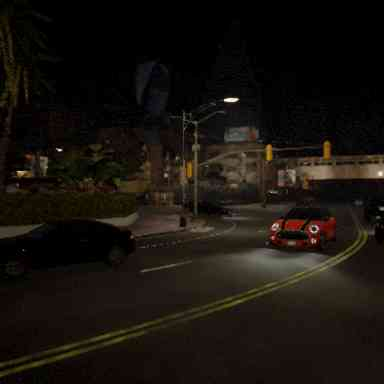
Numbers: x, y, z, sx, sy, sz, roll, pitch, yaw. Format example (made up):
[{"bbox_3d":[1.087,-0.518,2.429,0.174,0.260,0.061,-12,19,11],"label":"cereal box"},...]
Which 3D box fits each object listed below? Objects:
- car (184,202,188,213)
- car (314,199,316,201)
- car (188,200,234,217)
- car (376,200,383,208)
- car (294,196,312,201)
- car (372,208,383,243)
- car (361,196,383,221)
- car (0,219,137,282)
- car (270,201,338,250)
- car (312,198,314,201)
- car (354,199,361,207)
[{"bbox_3d":[1.153,1.756,39.402,4.892,1.490,1.837,0,-1,30],"label":"car"},{"bbox_3d":[28.402,2.100,79.944,2.231,1.521,4.892,0,0,34],"label":"car"},{"bbox_3d":[2.095,1.746,33.923,1.812,1.442,4.674,1,-1,-44],"label":"car"},{"bbox_3d":[33.213,2.064,57.622,1.994,1.385,4.181,0,0,24],"label":"car"},{"bbox_3d":[21.390,1.971,64.238,2.097,1.535,5.008,0,0,24],"label":"car"},{"bbox_3d":[10.123,1.709,16.344,1.994,1.385,4.181,0,0,30],"label":"car"},{"bbox_3d":[16.681,1.480,29.714,2.150,2.045,5.566,0,0,25],"label":"car"},{"bbox_3d":[-3.916,1.572,10.111,4.674,1.442,1.812,1,0,-41],"label":"car"},{"bbox_3d":[5.183,1.468,15.104,2.097,1.767,4.553,0,0,33],"label":"car"},{"bbox_3d":[23.919,1.893,70.147,2.185,1.767,4.553,0,0,24],"label":"car"},{"bbox_3d":[31.059,2.040,61.346,1.812,1.442,4.674,0,0,24],"label":"car"}]
